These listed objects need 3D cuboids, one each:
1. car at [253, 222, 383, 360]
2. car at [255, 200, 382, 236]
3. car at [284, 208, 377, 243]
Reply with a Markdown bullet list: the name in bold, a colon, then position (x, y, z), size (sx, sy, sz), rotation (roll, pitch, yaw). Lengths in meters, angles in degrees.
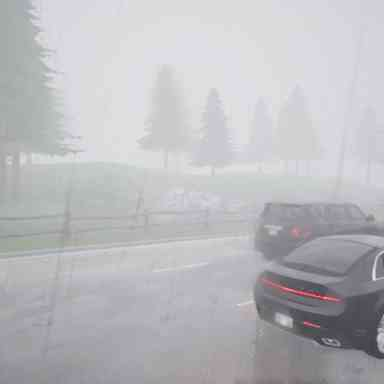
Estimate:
- **car**: position (3.261, 1.552, 6.078), size (4.892, 1.490, 1.837), rotation (0, 0, -36)
- **car**: position (4.558, 1.298, 11.304), size (5.566, 2.045, 2.150), rotation (1, 0, -36)
- **car**: position (7.483, 1.669, 17.693), size (5.357, 1.411, 2.033), rotation (1, 0, -36)
